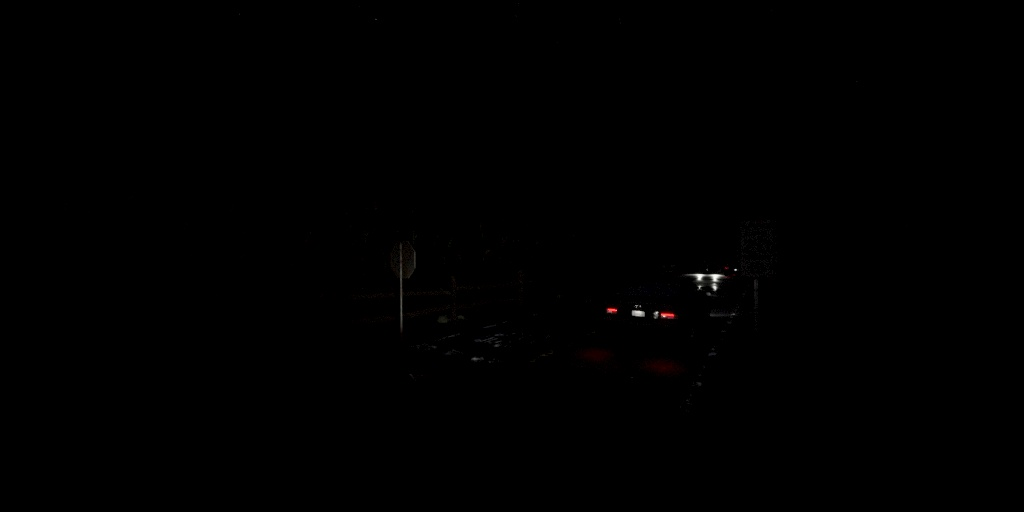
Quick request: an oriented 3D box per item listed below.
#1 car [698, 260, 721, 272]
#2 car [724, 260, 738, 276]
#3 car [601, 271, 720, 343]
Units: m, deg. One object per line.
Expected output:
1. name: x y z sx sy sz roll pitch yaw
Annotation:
1. car: 22.178 1.197 40.195 1.837 1.490 4.892 0 0 35
2. car: 22.188 1.265 35.343 1.994 1.385 4.181 0 0 36
3. car: 4.178 1.291 9.820 2.033 1.411 5.357 0 0 35
